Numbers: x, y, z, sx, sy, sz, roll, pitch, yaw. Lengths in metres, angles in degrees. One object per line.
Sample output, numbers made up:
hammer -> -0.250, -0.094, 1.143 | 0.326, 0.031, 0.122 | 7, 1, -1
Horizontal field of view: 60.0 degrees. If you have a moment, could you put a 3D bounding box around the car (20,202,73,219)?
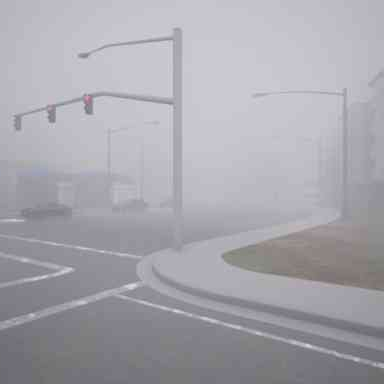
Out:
car -> -12.428, 1.555, 28.604 | 1.994, 1.385, 4.181 | 0, 0, 36

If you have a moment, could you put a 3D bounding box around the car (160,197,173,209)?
car -> -2.976, 1.495, 46.133 | 1.837, 1.490, 4.892 | 0, 0, 14

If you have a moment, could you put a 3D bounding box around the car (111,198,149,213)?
car -> -6.818, 1.469, 36.811 | 1.882, 1.535, 5.008 | 0, 0, 29
